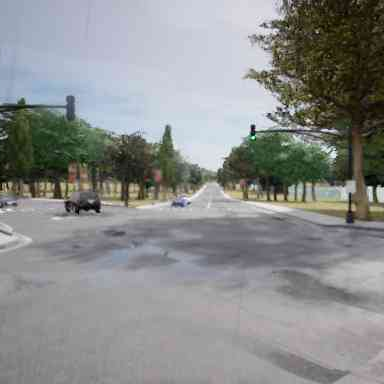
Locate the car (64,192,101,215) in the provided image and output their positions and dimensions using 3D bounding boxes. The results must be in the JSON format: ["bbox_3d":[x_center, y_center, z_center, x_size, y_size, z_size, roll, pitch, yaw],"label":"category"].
[{"bbox_3d":[-10.409,0.973,31.527,2.150,2.045,5.566,-1,1,-34],"label":"car"}]

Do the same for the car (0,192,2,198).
[{"bbox_3d":[-45.570,0.697,76.990,1.882,1.535,5.008,-2,1,-41],"label":"car"}]

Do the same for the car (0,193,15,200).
[{"bbox_3d":[-38.661,0.949,69.188,2.033,1.411,5.357,-2,1,-41],"label":"car"}]

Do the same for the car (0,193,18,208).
[{"bbox_3d":[-23.621,1.176,42.336,2.128,1.511,4.902,-2,1,-41],"label":"car"}]

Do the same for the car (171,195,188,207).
[{"bbox_3d":[-2.201,1.628,53.641,1.882,1.535,5.008,0,0,3],"label":"car"}]

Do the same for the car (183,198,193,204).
[{"bbox_3d":[-0.952,1.947,74.694,1.895,1.301,4.718,0,-1,3],"label":"car"}]

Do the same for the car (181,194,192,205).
[{"bbox_3d":[-1.566,1.460,64.372,2.150,2.045,5.566,0,-1,3],"label":"car"}]
